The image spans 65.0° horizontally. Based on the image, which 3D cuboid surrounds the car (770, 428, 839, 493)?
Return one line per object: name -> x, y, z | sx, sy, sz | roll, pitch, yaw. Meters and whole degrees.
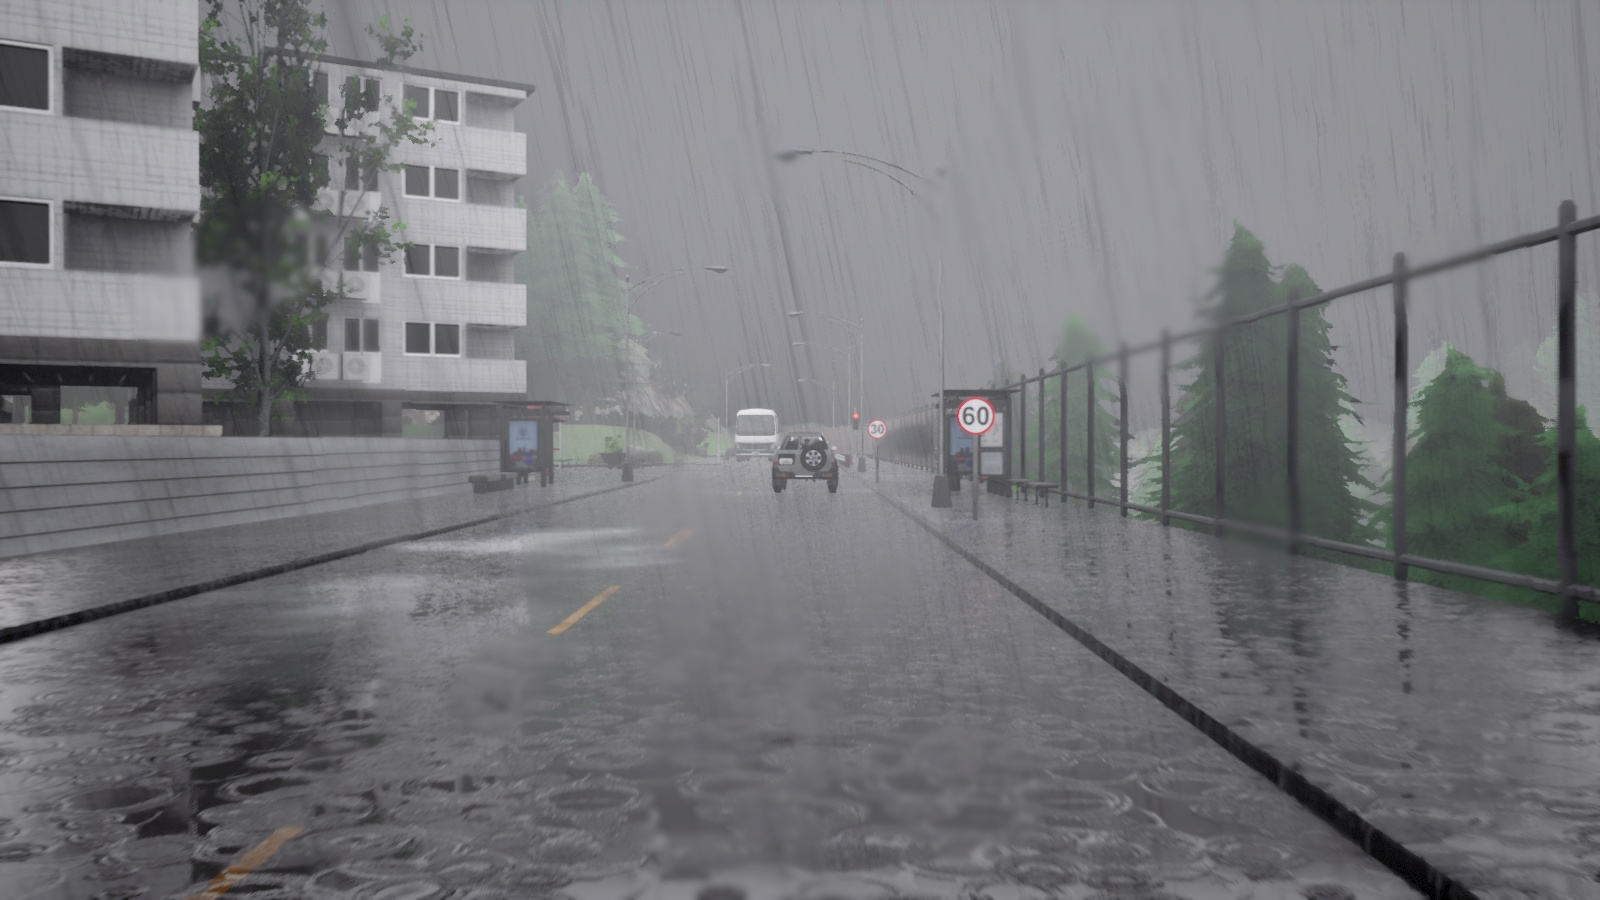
car -> 0.205, 0.341, 38.538 | 1.932, 1.855, 4.605 | 0, -1, 2
